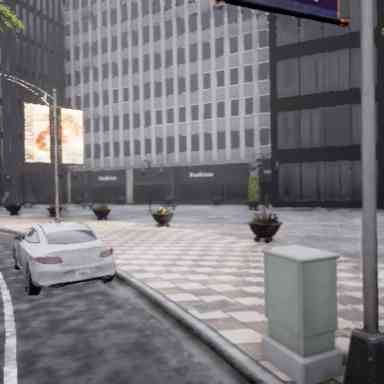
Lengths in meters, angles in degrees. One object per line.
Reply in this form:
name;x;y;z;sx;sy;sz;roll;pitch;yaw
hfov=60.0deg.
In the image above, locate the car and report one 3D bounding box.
car;-3.490;1.493;8.716;1.812;1.442;4.674;-2;1;-33
